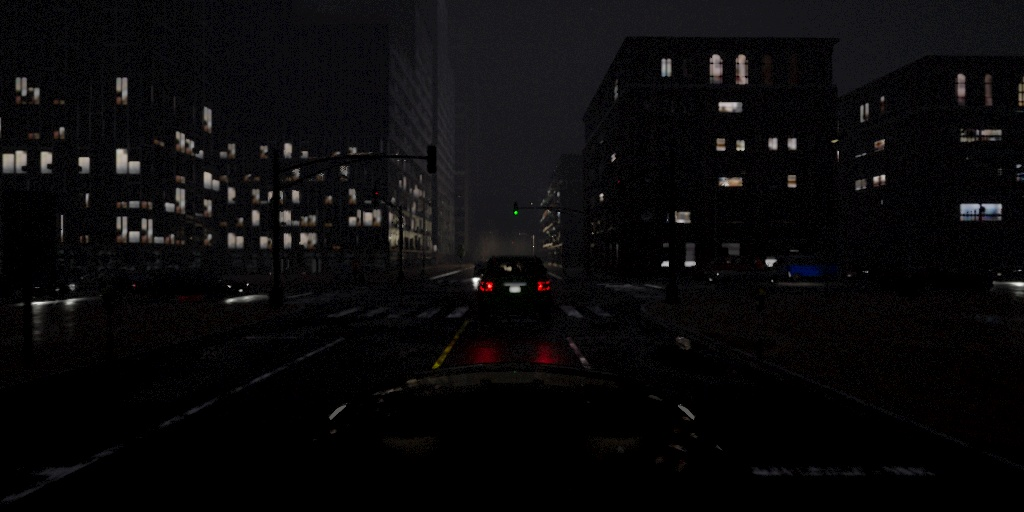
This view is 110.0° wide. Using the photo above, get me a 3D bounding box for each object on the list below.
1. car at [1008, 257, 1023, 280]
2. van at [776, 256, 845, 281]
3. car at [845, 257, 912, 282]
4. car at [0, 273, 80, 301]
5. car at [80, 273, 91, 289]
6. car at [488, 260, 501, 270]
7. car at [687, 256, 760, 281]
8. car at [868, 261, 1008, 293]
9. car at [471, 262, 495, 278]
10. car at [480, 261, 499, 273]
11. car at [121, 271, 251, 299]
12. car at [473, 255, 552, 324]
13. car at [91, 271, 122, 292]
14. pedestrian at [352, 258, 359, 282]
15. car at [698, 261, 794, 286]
[{"bbox_3d":[34.133,0.884,23.428,4.674,1.442,1.812,-1,0,0],"label":"car"},{"bbox_3d":[20.961,0.861,25.757,3.998,1.789,1.690,0,0,-1],"label":"van"},{"bbox_3d":[24.368,0.969,23.331,4.902,1.511,2.128,-1,0,-1],"label":"car"},{"bbox_3d":[-27.517,1.648,19.731,4.892,1.490,1.837,-1,0,-1],"label":"car"},{"bbox_3d":[-28.420,1.708,25.100,4.403,1.370,2.007,0,0,-1],"label":"car"},{"bbox_3d":[-2.798,1.400,57.258,1.837,1.490,4.892,0,0,0],"label":"car"},{"bbox_3d":[15.305,0.905,25.693,5.009,1.841,2.192,0,0,-1],"label":"car"},{"bbox_3d":[21.076,1.061,17.877,4.507,1.381,1.888,0,0,-1],"label":"car"},{"bbox_3d":[-2.863,1.388,36.678,2.033,1.411,5.357,0,0,-1],"label":"car"},{"bbox_3d":[-2.863,1.415,46.815,2.033,1.411,5.357,0,0,0],"label":"car"},{"bbox_3d":[-17.703,1.561,19.865,5.357,1.411,2.033,-1,0,-1],"label":"car"},{"bbox_3d":[0.083,1.001,12.306,2.150,2.045,5.566,0,0,0],"label":"car"},{"bbox_3d":[-23.089,1.686,22.770,4.718,1.301,1.895,-1,0,-1],"label":"car"},{"bbox_3d":[-12.370,1.088,28.301,0.375,1.860,0.375,0,1,-1],"label":"pedestrian"},{"bbox_3d":[15.043,1.194,23.226,4.718,1.301,1.895,-1,0,-1],"label":"car"}]
